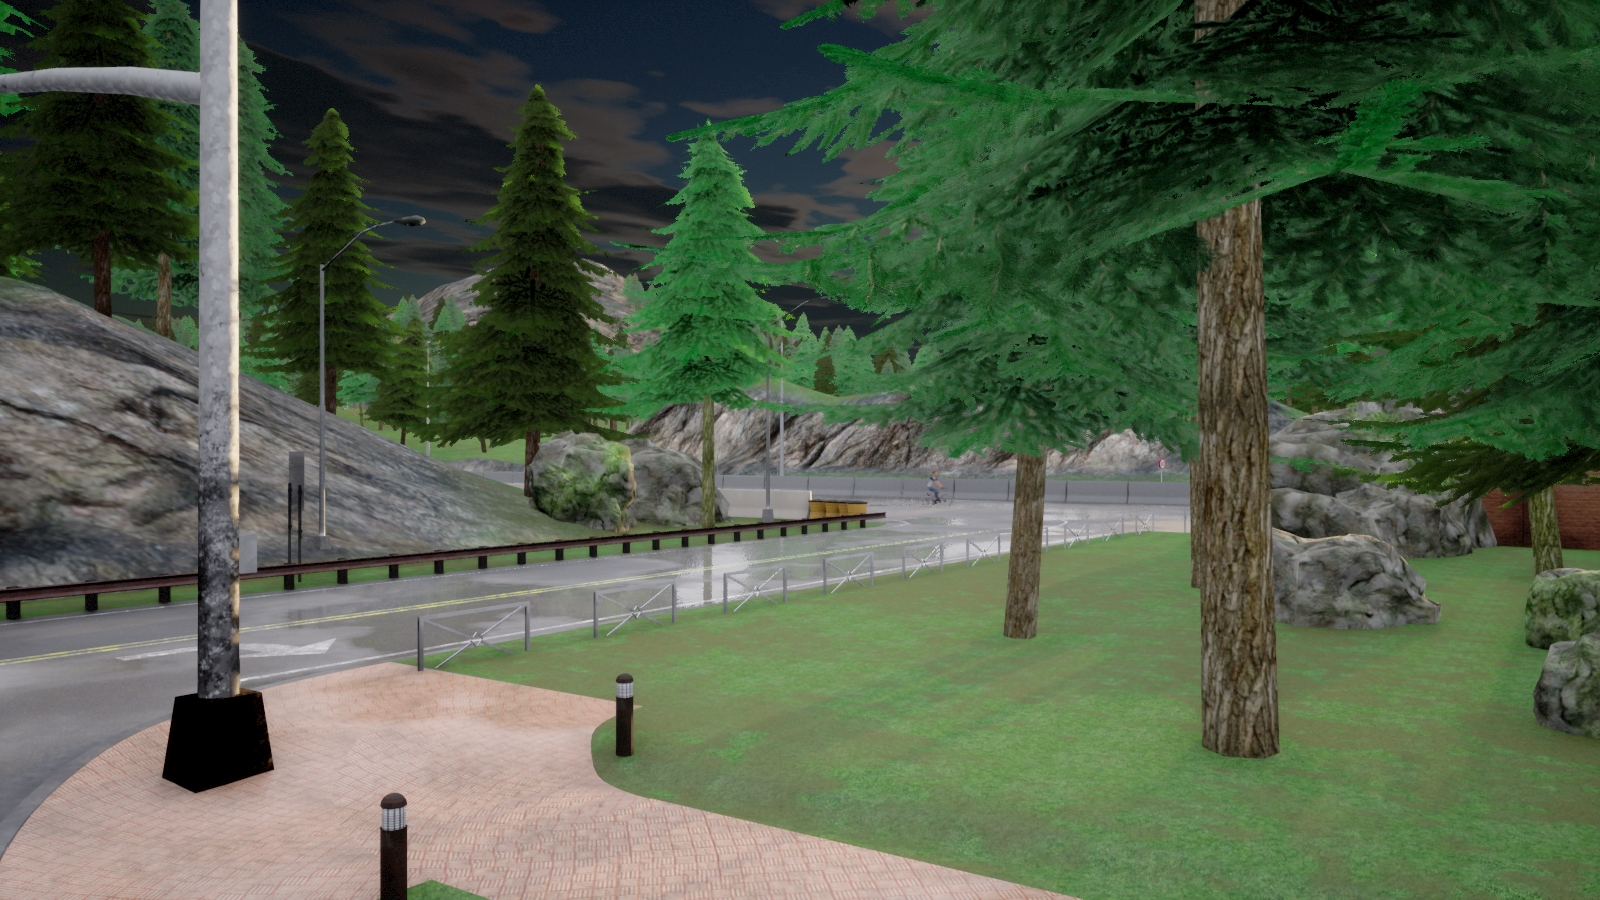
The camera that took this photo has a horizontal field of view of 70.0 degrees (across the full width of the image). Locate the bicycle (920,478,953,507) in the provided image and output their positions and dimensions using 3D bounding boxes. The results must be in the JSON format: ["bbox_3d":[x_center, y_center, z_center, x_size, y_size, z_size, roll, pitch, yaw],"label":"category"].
[{"bbox_3d":[6.774,2.097,56.610,1.643,1.414,0.373,1,0,34],"label":"bicycle"}]
